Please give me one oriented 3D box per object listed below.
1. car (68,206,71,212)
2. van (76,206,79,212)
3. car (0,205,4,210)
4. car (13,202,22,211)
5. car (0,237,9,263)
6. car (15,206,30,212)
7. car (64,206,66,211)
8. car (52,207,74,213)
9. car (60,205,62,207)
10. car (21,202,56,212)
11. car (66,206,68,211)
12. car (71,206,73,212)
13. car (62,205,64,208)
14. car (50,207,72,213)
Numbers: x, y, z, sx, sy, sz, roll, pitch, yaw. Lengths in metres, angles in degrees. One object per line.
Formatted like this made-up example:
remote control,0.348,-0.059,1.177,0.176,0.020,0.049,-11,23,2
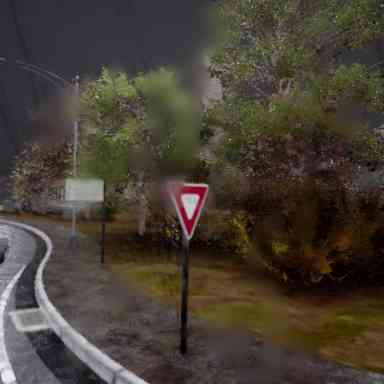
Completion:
car,-30.527,3.875,75.229,4.553,1.767,2.185,1,-4,-12
van,-33.371,4.592,88.692,4.442,1.987,1.878,1,-3,-12
car,-37.591,3.328,66.662,1.882,1.535,5.008,1,-4,-12
car,-34.422,3.155,67.410,2.150,2.045,5.566,1,-4,-12
car,-7.018,1.864,10.255,1.895,1.301,4.718,1,-1,-20
car,-40.401,4.056,79.287,1.882,1.535,5.008,1,-4,-12
car,-28.677,3.499,67.182,4.792,1.488,2.163,1,-4,-12
car,-32.323,4.529,83.280,4.792,1.488,2.163,1,-4,-12
car,-27.516,3.097,61.817,5.008,1.535,2.097,1,-4,-12
car,-26.919,2.909,59.134,4.892,1.521,2.231,1,-4,-12
car,-29.485,3.641,69.826,5.366,1.575,1.946,1,-4,-12
car,-31.100,4.209,77.914,4.674,1.452,2.002,1,-4,-12
car,-28.102,3.284,64.500,4.892,1.521,2.231,1,-4,-12
car,-31.693,4.375,80.598,4.674,1.452,2.002,1,-4,-12
